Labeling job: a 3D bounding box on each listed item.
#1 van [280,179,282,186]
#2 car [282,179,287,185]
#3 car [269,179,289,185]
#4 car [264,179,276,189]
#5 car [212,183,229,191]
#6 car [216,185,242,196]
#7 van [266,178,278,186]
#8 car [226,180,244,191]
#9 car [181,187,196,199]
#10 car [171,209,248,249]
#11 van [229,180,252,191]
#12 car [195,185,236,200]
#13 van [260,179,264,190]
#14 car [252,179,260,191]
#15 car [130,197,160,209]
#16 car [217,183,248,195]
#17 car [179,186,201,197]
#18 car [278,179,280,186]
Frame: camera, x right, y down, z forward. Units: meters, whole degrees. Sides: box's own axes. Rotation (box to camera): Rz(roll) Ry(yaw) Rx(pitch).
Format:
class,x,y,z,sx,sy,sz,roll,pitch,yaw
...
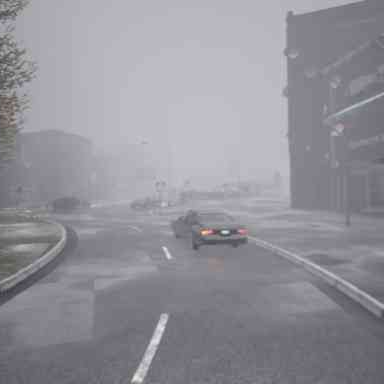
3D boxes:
class,x,y,z,sx,sy,sz,roll,pitch,yaw
van,18.571,-2.287,80.093,4.442,1.987,1.878,-2,3,5
car,20.164,-2.269,82.845,5.366,1.575,1.946,-2,3,5
car,23.798,-2.838,91.150,4.892,1.521,2.231,-2,3,5
car,14.851,-1.481,71.830,4.892,1.521,2.231,-2,3,5
car,6.303,-1.078,73.004,2.033,1.411,5.357,-1,3,25
car,4.617,0.111,49.775,4.674,1.452,2.002,-2,3,5
van,16.244,-1.906,74.568,4.442,1.987,1.878,-2,3,5
car,9.420,-1.497,72.021,2.150,2.045,5.566,-1,3,25
car,-0.025,0.242,51.363,1.837,1.490,4.892,-2,4,25
car,0.483,1.397,13.808,2.033,1.411,5.357,0,0,-15
van,7.283,-0.546,55.268,4.442,1.987,1.878,-2,3,5
car,3.328,0.267,47.024,4.892,1.521,2.231,-2,3,5
van,10.890,-1.121,63.552,4.442,1.987,1.878,-2,3,5
car,8.417,-0.761,58.028,5.566,2.045,2.435,-2,3,5
car,-5.316,1.225,38.186,1.895,1.301,4.718,-1,2,16
car,5.709,-0.120,52.545,5.366,1.575,1.946,-2,3,5
car,-0.251,-0.125,58.618,1.882,1.535,5.008,-2,3,25
car,17.381,-1.996,77.342,4.553,1.767,2.185,-2,3,5
